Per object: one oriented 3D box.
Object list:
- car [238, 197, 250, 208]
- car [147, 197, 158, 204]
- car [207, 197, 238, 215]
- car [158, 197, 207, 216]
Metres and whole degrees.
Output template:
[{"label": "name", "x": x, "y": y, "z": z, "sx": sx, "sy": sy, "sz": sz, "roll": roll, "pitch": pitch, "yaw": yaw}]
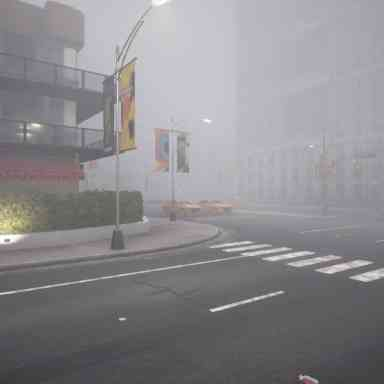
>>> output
[{"label": "car", "x": 6.258, "y": 1.478, "z": 48.604, "sx": 1.882, "sy": 1.535, "sz": 5.008, "roll": 0, "pitch": 0, "yaw": -35}, {"label": "car", "x": -6.163, "y": 1.601, "z": 59.267, "sx": 4.718, "sy": 1.301, "sz": 1.895, "roll": 0, "pitch": 0, "yaw": 42}, {"label": "car", "x": 2.066, "y": 1.478, "z": 34.285, "sx": 1.882, "sy": 1.535, "sz": 5.008, "roll": 0, "pitch": 0, "yaw": -35}, {"label": "car", "x": -1.062, "y": 1.478, "z": 32.648, "sx": 1.882, "sy": 1.535, "sz": 5.008, "roll": 0, "pitch": 0, "yaw": -35}]
